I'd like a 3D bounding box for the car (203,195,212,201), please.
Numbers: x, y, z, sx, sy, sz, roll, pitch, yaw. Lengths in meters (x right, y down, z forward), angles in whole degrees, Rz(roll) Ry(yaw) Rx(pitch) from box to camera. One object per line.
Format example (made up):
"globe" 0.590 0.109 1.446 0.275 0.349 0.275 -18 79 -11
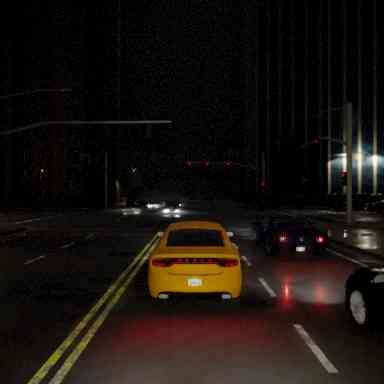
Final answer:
"car" 3.724 1.429 79.621 1.837 1.490 4.892 0 0 0

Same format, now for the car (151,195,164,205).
"car" -6.895 1.492 60.803 2.128 1.511 4.902 0 0 1

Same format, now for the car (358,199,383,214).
"car" 20.946 1.491 35.450 4.902 1.511 2.128 0 0 -1

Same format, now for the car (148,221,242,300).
"car" 0.078 1.478 8.475 1.882 1.535 5.008 0 0 1

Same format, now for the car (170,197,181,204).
"car" -3.337 1.601 66.514 1.895 1.301 4.718 0 0 1

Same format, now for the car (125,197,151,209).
"car" -7.718 1.477 46.157 1.882 1.535 5.008 0 0 10

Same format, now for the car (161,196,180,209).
"car" -2.843 1.600 46.183 1.895 1.301 4.718 0 0 -9

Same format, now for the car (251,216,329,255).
"car" 3.618 1.601 13.234 1.895 1.301 4.718 0 0 0

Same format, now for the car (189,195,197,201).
"car" 0.225 1.367 80.170 1.994 1.385 4.181 0 0 0

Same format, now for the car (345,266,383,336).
"car" 3.611 1.503 3.967 1.837 1.490 4.892 0 -1 0

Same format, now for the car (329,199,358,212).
"car" 19.031 1.547 38.933 5.357 1.411 2.033 0 0 0
